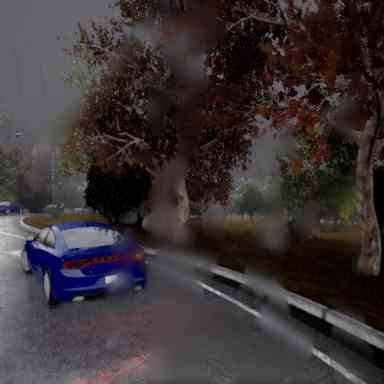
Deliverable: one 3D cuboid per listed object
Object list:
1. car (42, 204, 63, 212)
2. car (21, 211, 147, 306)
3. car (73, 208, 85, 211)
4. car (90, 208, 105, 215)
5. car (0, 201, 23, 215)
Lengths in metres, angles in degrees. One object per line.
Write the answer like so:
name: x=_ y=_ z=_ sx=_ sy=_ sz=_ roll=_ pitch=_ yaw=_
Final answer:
car: x=-22.237 y=2.766 z=53.256 sx=1.837 sy=1.490 sz=4.892 roll=0 pitch=-3 yaw=-3
car: x=-2.875 y=1.471 z=8.256 sx=1.882 sy=1.535 sz=5.008 roll=0 pitch=0 yaw=-34
car: x=-22.874 y=3.947 z=67.439 sx=1.812 sy=1.442 sz=4.674 roll=0 pitch=-5 yaw=-3
car: x=-19.430 y=4.062 z=68.655 sx=1.994 sy=1.385 sz=4.181 roll=0 pitch=-5 yaw=-3
car: x=-21.541 y=1.818 z=38.748 sx=1.882 sy=1.535 sz=5.008 roll=0 pitch=-2 yaw=-2
